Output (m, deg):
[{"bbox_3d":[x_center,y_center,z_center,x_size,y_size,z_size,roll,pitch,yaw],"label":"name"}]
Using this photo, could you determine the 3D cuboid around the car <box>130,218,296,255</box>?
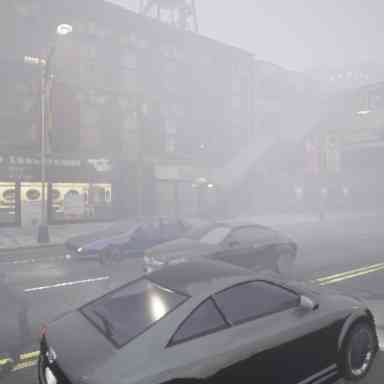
[{"bbox_3d":[0.934,1.526,8.949,4.674,1.442,1.812,0,0,-35],"label":"car"}]

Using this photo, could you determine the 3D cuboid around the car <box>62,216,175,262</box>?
[{"bbox_3d":[-1.524,1.548,11.495,5.357,1.411,2.033,0,0,-35],"label":"car"}]

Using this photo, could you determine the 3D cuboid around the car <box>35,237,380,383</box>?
[{"bbox_3d":[0.419,1.563,4.024,4.181,1.385,1.994,0,0,-36],"label":"car"}]
